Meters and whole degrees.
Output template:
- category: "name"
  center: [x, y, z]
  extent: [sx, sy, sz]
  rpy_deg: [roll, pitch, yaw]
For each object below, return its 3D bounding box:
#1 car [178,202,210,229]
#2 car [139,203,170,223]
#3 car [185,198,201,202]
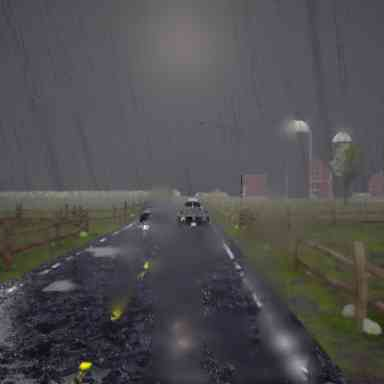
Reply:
- category: "car"
  center: [0.104, 1.574, 21.444]
  extent: [1.895, 1.301, 4.718]
  rpy_deg: [0, 0, 0]
- category: "car"
  center: [-2.746, 1.536, 24.945]
  extent: [1.994, 1.385, 4.181]
  rpy_deg: [0, 0, 0]
- category: "car"
  center: [0.106, 1.459, 40.612]
  extent: [1.882, 1.535, 5.008]
  rpy_deg: [0, 0, 0]
